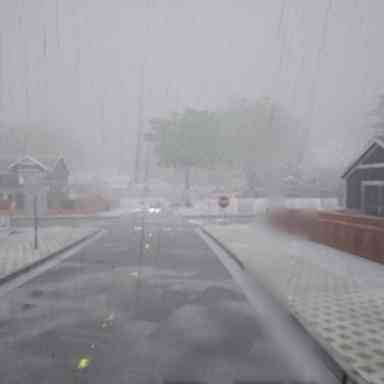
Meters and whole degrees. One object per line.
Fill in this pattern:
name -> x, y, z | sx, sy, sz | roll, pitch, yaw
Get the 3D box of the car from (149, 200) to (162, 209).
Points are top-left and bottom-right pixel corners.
car -> -6.765, 2.297, 62.162 | 2.128, 1.511, 4.902 | 0, -1, 2

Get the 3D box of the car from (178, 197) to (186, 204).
car -> -2.322, 2.138, 82.885 | 2.150, 2.045, 5.566 | 0, -1, 9

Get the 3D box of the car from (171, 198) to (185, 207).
car -> -3.401, 2.494, 72.994 | 1.994, 1.385, 4.181 | 0, -1, 6
